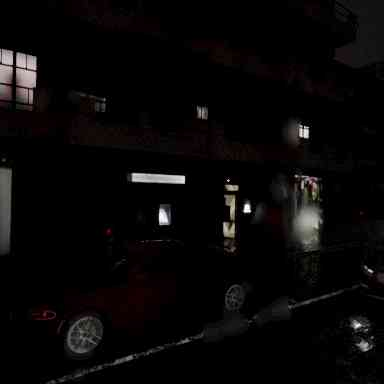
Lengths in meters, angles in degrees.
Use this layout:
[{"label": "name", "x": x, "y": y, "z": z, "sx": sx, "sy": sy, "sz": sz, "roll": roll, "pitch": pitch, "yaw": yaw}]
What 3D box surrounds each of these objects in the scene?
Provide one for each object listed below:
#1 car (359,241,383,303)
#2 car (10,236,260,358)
[{"label": "car", "x": 5.542, "y": 1.494, "z": 7.233, "sx": 4.902, "sy": 1.511, "sz": 2.128, "roll": 0, "pitch": 0, "yaw": -36}, {"label": "car", "x": -0.740, "y": 1.546, "z": 6.022, "sx": 4.507, "sy": 1.381, "sz": 1.887, "roll": 0, "pitch": 1, "yaw": -36}]
